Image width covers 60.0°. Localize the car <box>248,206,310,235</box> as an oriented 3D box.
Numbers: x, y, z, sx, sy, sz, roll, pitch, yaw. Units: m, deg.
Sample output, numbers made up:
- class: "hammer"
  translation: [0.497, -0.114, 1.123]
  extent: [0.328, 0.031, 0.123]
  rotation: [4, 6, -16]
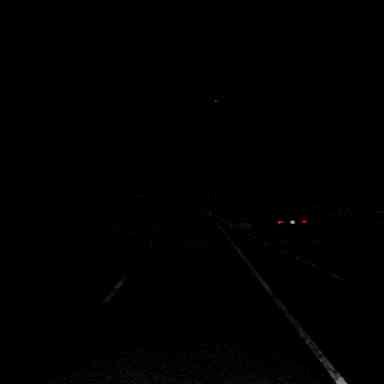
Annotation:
- class: "car"
  translation: [4.629, 1.494, 18.469]
  extent: [2.033, 1.411, 5.357]
  rotation: [0, 0, -5]
